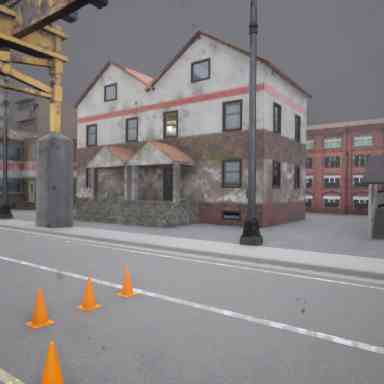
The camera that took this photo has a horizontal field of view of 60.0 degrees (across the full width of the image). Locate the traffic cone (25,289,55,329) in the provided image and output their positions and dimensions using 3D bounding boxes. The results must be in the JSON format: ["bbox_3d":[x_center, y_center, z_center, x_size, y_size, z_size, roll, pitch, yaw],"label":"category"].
[{"bbox_3d":[-2.583,1.949,5.654,0.340,0.580,0.340,0,0,36],"label":"traffic cone"}]

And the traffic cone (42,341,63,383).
[{"bbox_3d":[-1.546,1.952,3.673,0.340,0.580,0.340,0,0,36],"label":"traffic cone"}]

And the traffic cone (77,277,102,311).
[{"bbox_3d":[-1.998,1.949,6.465,0.340,0.580,0.340,0,0,36],"label":"traffic cone"}]

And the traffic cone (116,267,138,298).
[{"bbox_3d":[-1.413,1.949,7.276,0.340,0.580,0.340,0,0,36],"label":"traffic cone"}]
